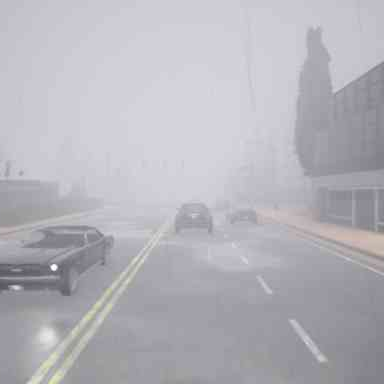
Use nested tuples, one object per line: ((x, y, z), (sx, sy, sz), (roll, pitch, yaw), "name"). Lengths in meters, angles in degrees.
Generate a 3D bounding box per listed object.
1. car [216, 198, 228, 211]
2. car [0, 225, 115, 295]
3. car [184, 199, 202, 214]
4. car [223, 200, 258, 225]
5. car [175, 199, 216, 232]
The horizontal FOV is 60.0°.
((3.591, 1.514, 39.918), (2.128, 1.511, 4.902), (0, 0, 0), "car")
((-3.502, 1.606, 8.845), (1.895, 1.301, 4.718), (0, 0, 0), "car")
((0.099, 1.522, 36.448), (1.837, 1.490, 4.892), (0, -1, 0), "car")
((3.569, 1.539, 24.186), (1.812, 1.442, 4.674), (0, 0, 0), "car")
((0.102, 1.364, 20.097), (2.097, 1.767, 4.553), (0, 0, 0), "car")
